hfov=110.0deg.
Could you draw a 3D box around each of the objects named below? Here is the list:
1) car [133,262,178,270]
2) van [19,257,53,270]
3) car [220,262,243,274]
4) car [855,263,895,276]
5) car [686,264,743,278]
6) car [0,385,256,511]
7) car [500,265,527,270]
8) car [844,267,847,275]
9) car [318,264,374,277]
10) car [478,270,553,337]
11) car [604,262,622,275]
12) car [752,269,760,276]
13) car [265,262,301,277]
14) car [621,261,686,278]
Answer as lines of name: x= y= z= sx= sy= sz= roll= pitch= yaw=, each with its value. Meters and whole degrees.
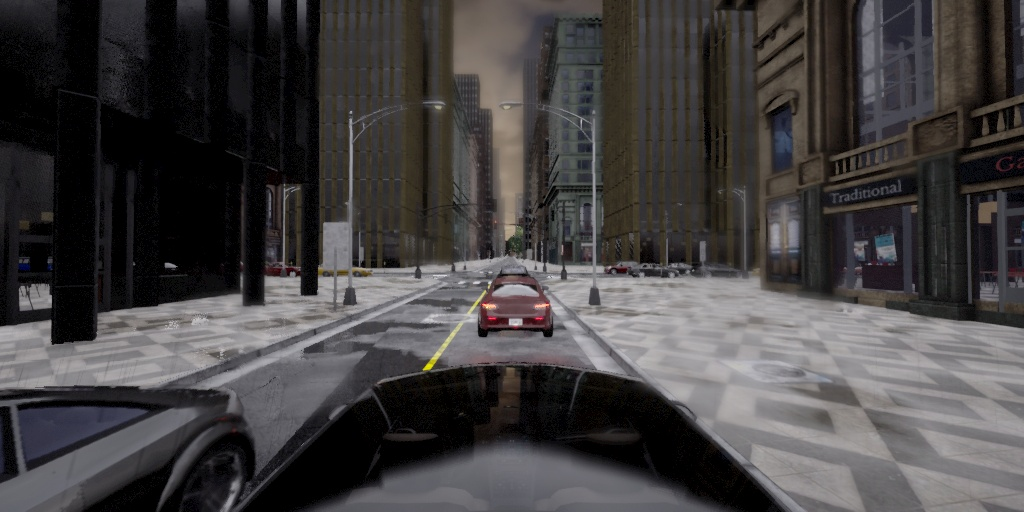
car: x=-30.673 y=1.196 z=31.228 sx=4.313 sy=1.339 sz=1.948 roll=0 pitch=0 yaw=0
van: x=-41.274 y=0.956 z=31.188 sx=3.998 sy=1.789 sz=1.690 roll=0 pitch=0 yaw=0
car: x=-30.973 y=1.305 z=39.751 sx=4.507 sy=1.381 sz=1.888 roll=0 pitch=0 yaw=0
car: x=40.656 y=1.455 z=40.018 sx=4.097 sy=1.591 sz=1.967 roll=0 pitch=0 yaw=0
car: x=17.986 y=1.330 z=31.410 sx=4.313 sy=1.339 sz=1.948 roll=0 pitch=0 yaw=0
car: x=-2.999 y=1.314 z=1.081 sx=1.994 sy=1.385 sz=4.181 roll=0 pitch=0 yaw=0
car: x=0.092 y=1.247 z=19.394 sx=2.128 sy=1.511 sz=4.902 roll=0 pitch=0 yaw=0
car: x=34.989 y=1.561 z=39.997 sx=4.207 sy=1.307 sz=1.802 roll=0 pitch=0 yaw=0
car: x=-14.603 y=1.188 z=31.288 sx=4.829 sy=1.417 sz=1.751 roll=0 pitch=0 yaw=0
car: x=0.088 y=1.278 z=10.141 sx=1.812 sy=1.442 sz=4.674 roll=0 pitch=0 yaw=0
car: x=12.315 y=1.313 z=39.913 sx=4.097 sy=1.591 sz=1.967 roll=0 pitch=0 yaw=0
car: x=23.823 y=1.314 z=31.431 sx=4.829 sy=1.417 sz=1.751 roll=0 pitch=0 yaw=0
car: x=-20.073 y=1.195 z=31.268 sx=4.507 sy=1.381 sz=1.888 roll=0 pitch=0 yaw=0
car: x=12.316 y=1.294 z=31.389 sx=4.403 sy=1.370 sz=2.007 roll=0 pitch=0 yaw=0
